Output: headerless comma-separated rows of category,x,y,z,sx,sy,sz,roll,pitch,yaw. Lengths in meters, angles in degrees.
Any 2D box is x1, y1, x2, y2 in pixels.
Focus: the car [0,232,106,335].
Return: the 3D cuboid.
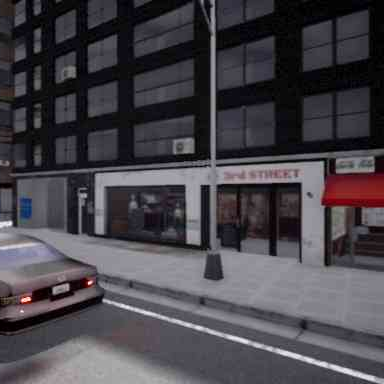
car,-4.053,1.534,6.579,5.357,1.411,2.033,0,0,36
